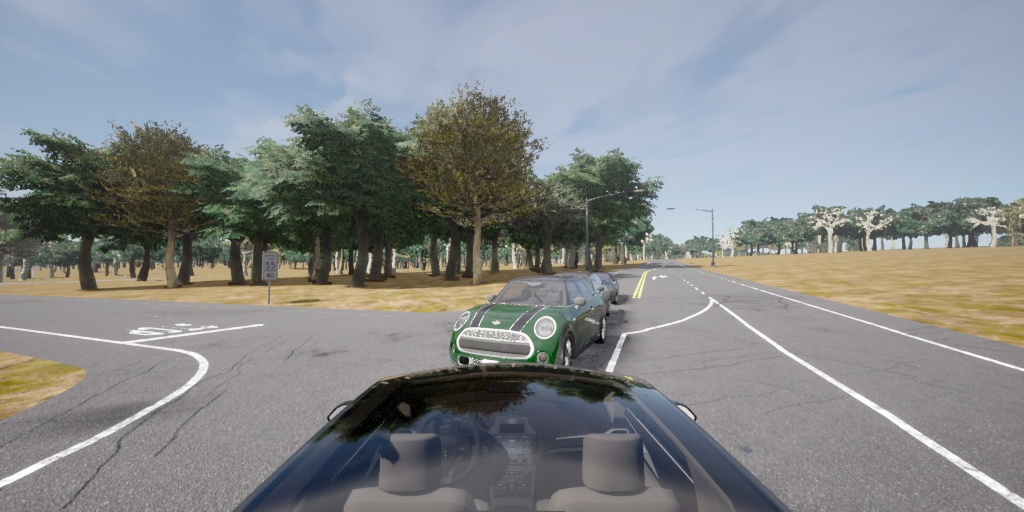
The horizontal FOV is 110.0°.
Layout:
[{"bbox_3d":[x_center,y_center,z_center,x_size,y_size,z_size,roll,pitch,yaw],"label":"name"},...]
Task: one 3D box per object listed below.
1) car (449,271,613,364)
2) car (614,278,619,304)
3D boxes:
[{"bbox_3d":[0.627,1.217,7.763,2.097,1.767,4.553,-1,-2,26],"label":"car"},{"bbox_3d":[4.236,1.508,17.800,1.994,1.385,4.181,-1,0,19],"label":"car"}]
